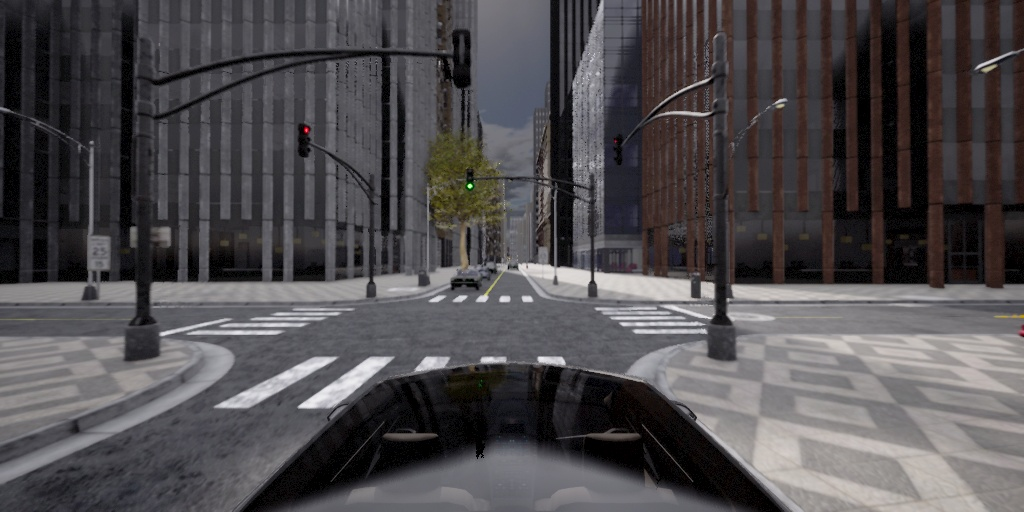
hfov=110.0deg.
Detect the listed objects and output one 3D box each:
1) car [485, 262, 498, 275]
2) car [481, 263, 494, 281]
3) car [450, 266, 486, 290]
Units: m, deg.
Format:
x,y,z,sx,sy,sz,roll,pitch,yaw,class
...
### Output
x,y,z,sx,sy,sz,roll,pitch,yaw,class
-3.048,1.593,48.272,2.097,1.767,4.553,0,-1,0,car
-3.081,1.658,34.651,1.994,1.385,4.181,0,-1,-1,car
-3.055,1.592,24.712,1.895,1.301,4.718,0,-1,-1,car
